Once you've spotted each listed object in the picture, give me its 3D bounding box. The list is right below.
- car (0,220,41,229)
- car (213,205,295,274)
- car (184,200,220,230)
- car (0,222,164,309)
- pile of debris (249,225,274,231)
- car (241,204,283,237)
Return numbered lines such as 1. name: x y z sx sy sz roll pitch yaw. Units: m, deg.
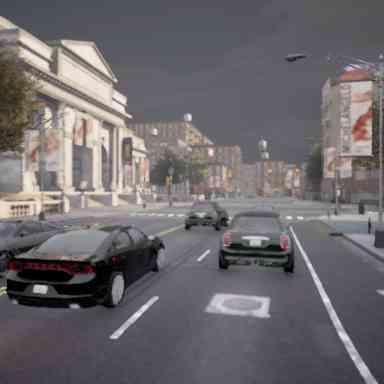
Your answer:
1. car: -5.498 1.553 10.004 1.994 1.385 4.181 0 0 13
2. car: 2.175 1.383 11.046 2.097 1.767 4.553 0 0 13
3. car: 1.021 1.393 21.279 2.097 1.767 4.553 0 0 14
4. car: -2.088 1.480 8.023 1.882 1.535 5.008 0 0 11
5. pile of debris: 4.417 2.233 20.951 1.500 0.140 1.860 0 0 14
6. car: 4.234 1.544 19.728 2.128 1.511 4.902 0 0 14
